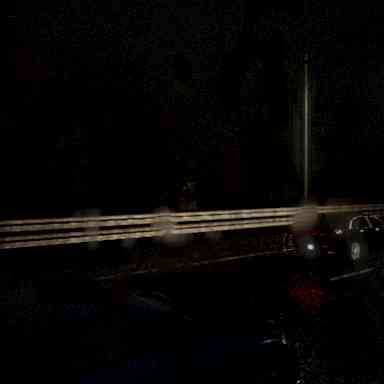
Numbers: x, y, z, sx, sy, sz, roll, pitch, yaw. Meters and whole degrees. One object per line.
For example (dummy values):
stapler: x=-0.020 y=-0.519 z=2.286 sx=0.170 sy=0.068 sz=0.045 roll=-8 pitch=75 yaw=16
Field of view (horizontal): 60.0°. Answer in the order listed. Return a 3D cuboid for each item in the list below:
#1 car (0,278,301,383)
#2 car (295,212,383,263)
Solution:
car: x=-0.915 y=1.562 z=3.067 sx=4.181 sy=1.385 sz=1.994 roll=0 pitch=0 yaw=-35
car: x=5.783 y=1.493 z=12.026 sx=4.892 sy=1.490 sz=1.837 roll=0 pitch=0 yaw=-35
